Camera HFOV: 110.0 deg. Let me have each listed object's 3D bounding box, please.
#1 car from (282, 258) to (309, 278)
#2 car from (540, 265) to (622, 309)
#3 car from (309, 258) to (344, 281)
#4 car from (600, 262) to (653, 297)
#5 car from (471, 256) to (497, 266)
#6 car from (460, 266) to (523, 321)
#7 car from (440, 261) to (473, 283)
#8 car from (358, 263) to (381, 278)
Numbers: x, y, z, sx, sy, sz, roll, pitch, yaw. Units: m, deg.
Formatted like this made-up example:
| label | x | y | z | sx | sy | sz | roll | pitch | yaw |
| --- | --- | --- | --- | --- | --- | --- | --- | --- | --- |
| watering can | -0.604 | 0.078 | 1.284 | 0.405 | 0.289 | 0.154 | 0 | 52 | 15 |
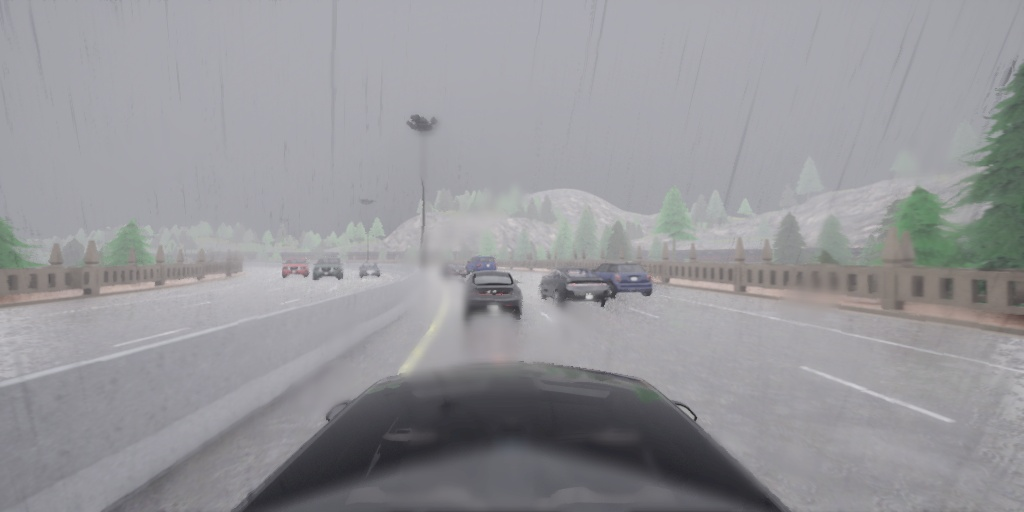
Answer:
| label | x | y | z | sx | sy | sz | roll | pitch | yaw |
| --- | --- | --- | --- | --- | --- | --- | --- | --- | --- |
| car | -22.687 | 1.220 | 37.806 | 2.150 | 2.045 | 5.566 | 0 | 0 | -26 |
| car | 2.451 | 1.247 | 15.070 | 2.128 | 1.511 | 4.902 | 0 | 0 | -7 |
| car | -16.750 | 1.152 | 32.933 | 2.150 | 2.045 | 5.566 | 0 | -1 | -22 |
| car | 5.364 | 1.097 | 18.841 | 2.097 | 1.767 | 4.553 | 0 | 0 | -9 |
| car | -3.261 | 1.061 | 37.314 | 2.150 | 2.045 | 5.566 | 0 | 0 | -21 |
| car | -0.766 | 1.272 | 12.654 | 1.837 | 1.490 | 4.892 | 0 | 0 | -7 |
| car | -5.453 | 1.391 | 33.241 | 2.033 | 1.411 | 5.357 | 0 | 0 | -19 |
| car | -14.247 | 1.411 | 35.972 | 2.128 | 1.511 | 4.902 | 0 | 0 | -23 |
